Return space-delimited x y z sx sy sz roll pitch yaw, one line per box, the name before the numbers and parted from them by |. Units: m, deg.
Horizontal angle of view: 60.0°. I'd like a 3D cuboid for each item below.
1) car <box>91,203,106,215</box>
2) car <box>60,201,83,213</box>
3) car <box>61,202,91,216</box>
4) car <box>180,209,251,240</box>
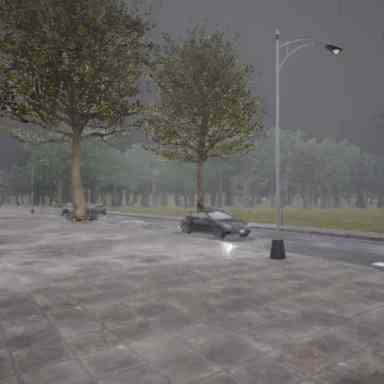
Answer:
car | -12.615 2.187 42.660 2.128 1.511 4.902 0 -1 -35
car | -18.402 2.254 50.747 2.097 1.767 4.553 0 -1 -35
car | -14.435 2.173 40.287 2.128 1.511 4.902 0 -1 -35
car | 1.116 1.696 18.205 1.812 1.442 4.674 0 -1 -35
